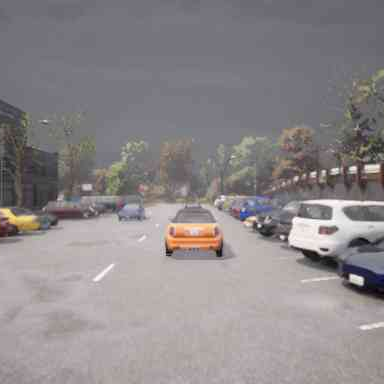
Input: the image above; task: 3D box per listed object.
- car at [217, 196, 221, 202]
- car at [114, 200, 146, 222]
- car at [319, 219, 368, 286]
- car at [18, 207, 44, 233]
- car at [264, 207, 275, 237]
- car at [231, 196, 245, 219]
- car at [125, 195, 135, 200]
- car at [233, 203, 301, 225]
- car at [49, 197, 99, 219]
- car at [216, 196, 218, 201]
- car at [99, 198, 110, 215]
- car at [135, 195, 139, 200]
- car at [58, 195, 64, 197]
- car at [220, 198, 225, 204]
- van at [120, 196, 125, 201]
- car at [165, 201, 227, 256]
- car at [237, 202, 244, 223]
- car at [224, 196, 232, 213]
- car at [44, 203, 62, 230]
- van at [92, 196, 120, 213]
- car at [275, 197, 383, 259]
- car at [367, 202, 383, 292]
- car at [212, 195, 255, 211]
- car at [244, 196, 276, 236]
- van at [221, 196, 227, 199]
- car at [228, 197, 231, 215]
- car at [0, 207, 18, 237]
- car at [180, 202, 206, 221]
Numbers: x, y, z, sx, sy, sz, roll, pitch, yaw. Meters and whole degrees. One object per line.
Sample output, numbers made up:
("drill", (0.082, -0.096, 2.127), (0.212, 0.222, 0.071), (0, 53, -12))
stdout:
("car", (5.984, 1.642, 41.460), (4.553, 1.767, 2.185), (1, 0, -20))
("car", (-5.102, 1.721, 28.750), (1.812, 1.442, 4.674), (0, 0, 0))
("car", (5.900, 1.573, 8.199), (4.792, 1.488, 2.163), (1, 0, -20))
("car", (-11.180, 1.609, 18.024), (5.366, 1.575, 1.946), (-1, 0, -20))
("car", (5.919, 1.586, 14.264), (4.892, 1.521, 2.231), (1, -1, -20))
("car", (5.968, 1.395, 23.335), (5.566, 2.045, 2.435), (1, -1, -20))
("car", (-10.975, 1.535, 44.742), (5.566, 2.045, 2.435), (-1, -1, -20))
("car", (5.909, 1.696, 26.335), (4.792, 1.488, 2.163), (1, 0, -20))
("car", (-11.034, 1.564, 29.922), (4.553, 1.767, 2.185), (-1, -1, -20))
("car", (5.934, 1.534, 44.459), (5.566, 2.045, 2.435), (1, 0, -20))
("car", (-11.001, 1.710, 32.896), (4.892, 1.521, 2.231), (-1, 0, -20))
("car", (-10.972, 1.554, 47.701), (5.566, 2.045, 2.435), (-1, -1, -20))
("car", (-26.663, 1.679, 66.963), (2.435, 2.045, 5.566), (0, 0, -19))
("car", (5.953, 1.728, 35.409), (4.892, 1.521, 2.231), (1, 0, -20))
("van", (-11.108, 1.543, 41.724), (4.442, 1.987, 1.878), (-1, 0, -20))
("car", (0.081, 1.446, 13.734), (2.097, 1.767, 4.553), (0, 0, 0))
("car", (5.763, 1.620, 20.234), (5.366, 1.575, 1.946), (1, 0, -20))
("car", (5.908, 1.581, 32.389), (4.553, 1.767, 2.185), (1, -1, -20))
("car", (-10.985, 1.659, 21.070), (4.792, 1.488, 2.163), (-1, -1, -20))
("van", (-11.111, 1.524, 38.765), (4.442, 1.987, 1.878), (-1, 0, -20))
("car", (5.964, 1.313, 11.245), (5.566, 2.045, 2.435), (1, -1, -20))
("car", (5.905, 1.272, 5.178), (5.566, 2.045, 2.435), (1, 0, -20))
("car", (5.977, 1.555, 47.519), (5.566, 2.045, 2.435), (1, -1, -20))
("car", (5.905, 1.354, 17.273), (5.566, 2.045, 2.435), (1, 0, -20))
("van", (6.059, 1.523, 38.478), (4.442, 1.987, 1.878), (1, -1, -20))
("car", (5.914, 1.561, 29.360), (4.553, 1.767, 2.185), (1, -1, -20))
("car", (-11.012, 1.589, 15.141), (5.008, 1.535, 2.097), (-1, 0, -20))
("car", (0.095, 1.698, 30.305), (2.128, 1.511, 4.902), (0, 0, 0))
